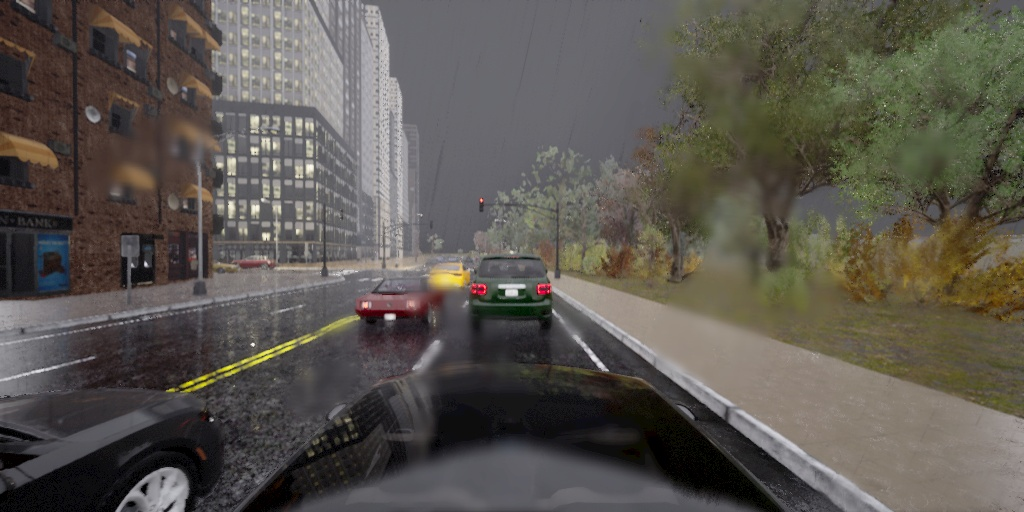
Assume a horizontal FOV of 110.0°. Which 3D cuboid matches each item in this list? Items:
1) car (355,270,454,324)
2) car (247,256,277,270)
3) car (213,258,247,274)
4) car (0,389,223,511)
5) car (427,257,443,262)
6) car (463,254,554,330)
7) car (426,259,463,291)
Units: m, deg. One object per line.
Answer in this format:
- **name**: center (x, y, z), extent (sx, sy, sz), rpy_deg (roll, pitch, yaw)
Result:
- **car**: center (-3.284, 1.325, 11.759), extent (1.895, 1.301, 4.718), rpy_deg (0, 0, -1)
- **car**: center (-28.679, 0.714, 39.726), extent (4.097, 1.591, 1.967), rpy_deg (0, 0, -11)
- **car**: center (-26.652, 0.868, 31.412), extent (4.829, 1.417, 1.751), rpy_deg (0, 0, -11)
- **car**: center (-3.182, 1.258, 0.787), extent (1.837, 1.490, 4.892), rpy_deg (0, 0, 0)
- **car**: center (-13.513, 1.131, 61.608), extent (1.994, 1.385, 4.181), rpy_deg (0, 0, -6)
- **car**: center (-0.032, 0.947, 11.104), extent (2.150, 2.045, 5.566), rpy_deg (0, 0, -1)
- **car**: center (-3.586, 1.174, 21.574), extent (1.882, 1.535, 5.008), rpy_deg (0, 0, -2)
